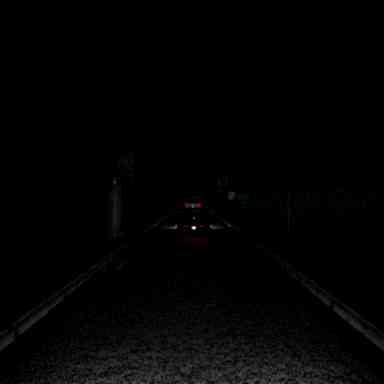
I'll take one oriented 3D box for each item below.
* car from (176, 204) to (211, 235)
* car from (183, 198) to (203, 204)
[{"bbox_3d":[0.101,1.704,20.219,1.837,1.490,4.892,0,-1,0],"label":"car"},{"bbox_3d":[0.104,1.701,40.552,2.150,2.045,5.566,0,0,0],"label":"car"}]
